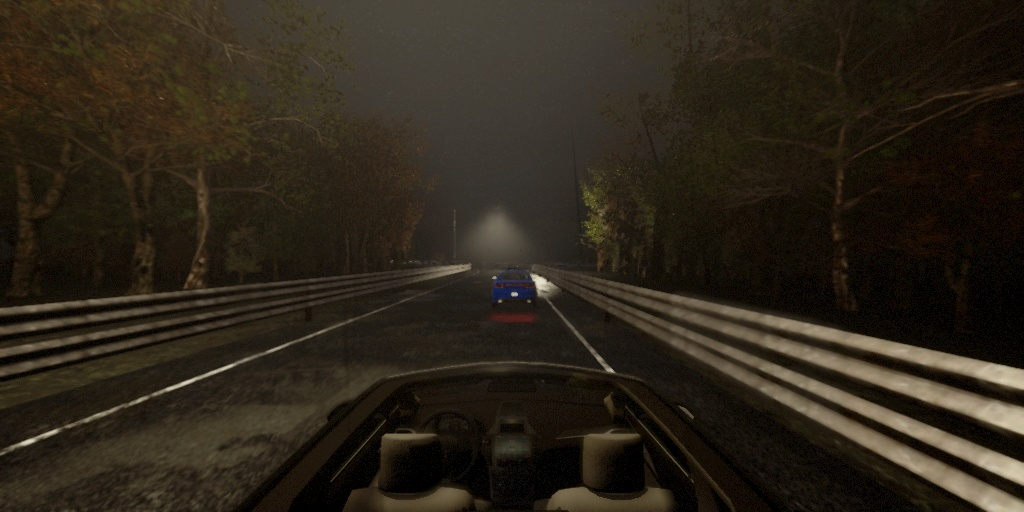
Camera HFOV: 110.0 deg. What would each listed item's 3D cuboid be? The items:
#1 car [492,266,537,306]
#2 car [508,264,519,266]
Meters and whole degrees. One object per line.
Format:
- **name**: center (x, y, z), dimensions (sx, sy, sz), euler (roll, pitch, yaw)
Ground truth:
- **car**: center (0.106, 1.399, 16.878), dimensions (1.882, 1.535, 5.008), euler (0, 0, 0)
- **car**: center (0.123, 1.722, 44.595), dimensions (2.128, 1.511, 4.902), euler (0, -1, 0)
